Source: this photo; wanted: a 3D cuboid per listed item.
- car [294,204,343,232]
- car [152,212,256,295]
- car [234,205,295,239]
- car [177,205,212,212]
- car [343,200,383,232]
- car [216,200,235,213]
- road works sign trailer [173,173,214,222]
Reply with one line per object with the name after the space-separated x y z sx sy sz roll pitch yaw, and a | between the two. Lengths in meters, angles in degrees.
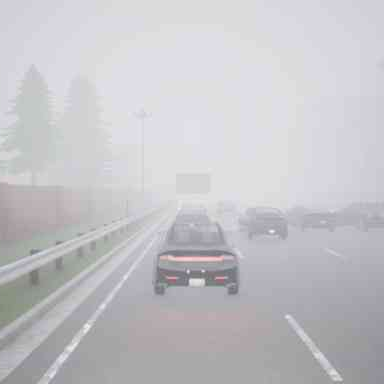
7.080 1.489 20.462 1.882 1.535 5.008 0 0 0 | car
0.092 1.496 8.721 2.128 1.511 4.902 0 0 0 | car
3.584 1.513 17.357 1.837 1.490 4.892 0 0 0 | car
0.125 1.484 19.136 1.882 1.535 5.008 0 0 3 | car
10.584 1.365 20.458 2.097 1.767 4.553 0 0 -1 | car
3.567 1.566 34.831 2.033 1.411 5.357 0 0 0 | car
0.052 0.477 23.057 2.380 3.560 2.880 0 0 -2 | road works sign trailer
